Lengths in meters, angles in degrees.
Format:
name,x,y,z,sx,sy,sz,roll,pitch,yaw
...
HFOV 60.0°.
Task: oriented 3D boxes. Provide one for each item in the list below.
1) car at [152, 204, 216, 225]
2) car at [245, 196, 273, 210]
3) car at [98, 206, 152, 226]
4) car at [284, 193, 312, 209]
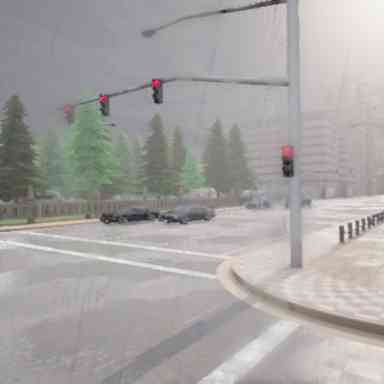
name,x,y,z,sx,sy,sz,roll,pitch,yaw
car,-0.226,1.622,25.030,2.033,1.411,5.357,-1,0,37
car,8.647,1.371,42.700,2.097,1.767,4.553,-1,0,37
car,-4.631,1.729,24.982,1.895,1.301,4.718,-1,0,37
car,14.227,1.180,44.284,2.150,2.045,5.566,-1,-1,37
